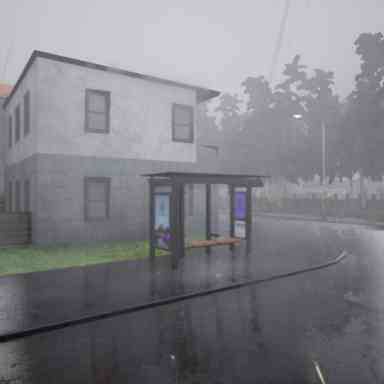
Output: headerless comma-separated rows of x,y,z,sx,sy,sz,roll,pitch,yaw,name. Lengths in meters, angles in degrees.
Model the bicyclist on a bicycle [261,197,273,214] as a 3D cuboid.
7.351,1.338,32.537,1.656,1.620,0.582,0,0,-35,bicyclist on a bicycle
